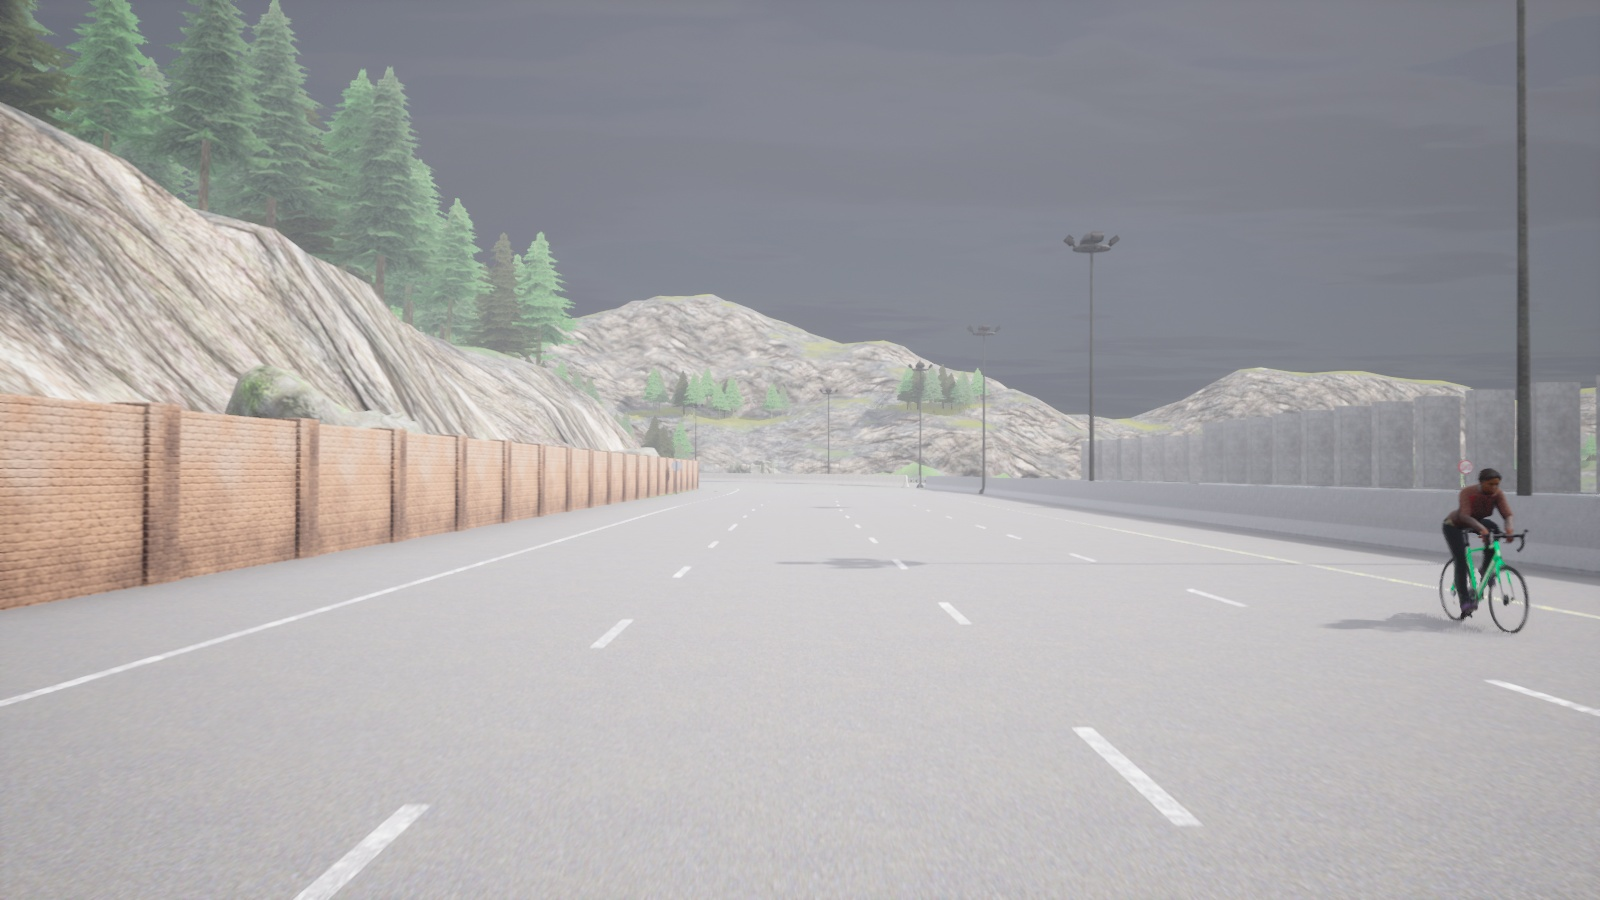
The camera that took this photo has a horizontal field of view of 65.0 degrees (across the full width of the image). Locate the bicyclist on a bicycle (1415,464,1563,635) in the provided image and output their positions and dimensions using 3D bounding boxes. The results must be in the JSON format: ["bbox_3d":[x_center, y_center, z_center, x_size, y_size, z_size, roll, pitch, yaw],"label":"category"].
[{"bbox_3d":[6.966,0.954,12.786,0.582,1.620,1.656,0,-1,0],"label":"bicyclist on a bicycle"}]
